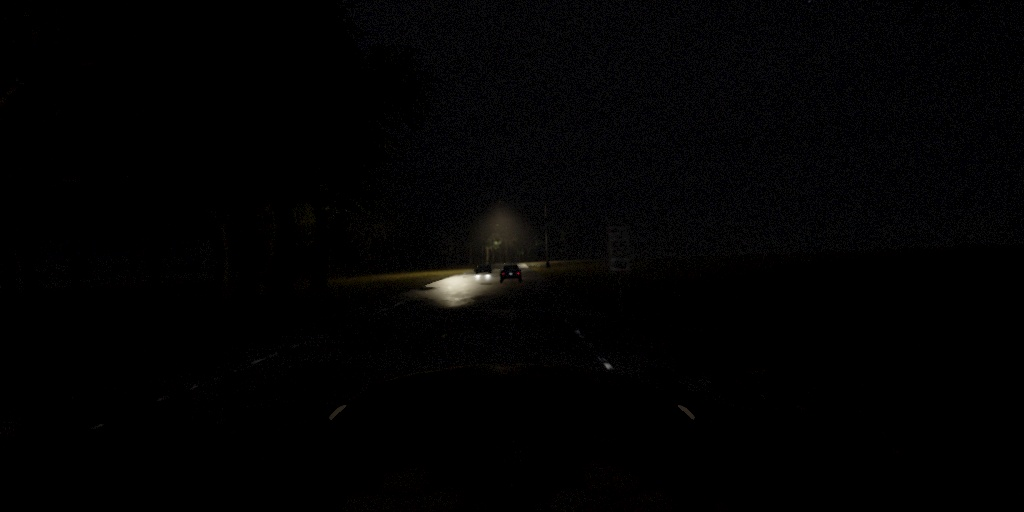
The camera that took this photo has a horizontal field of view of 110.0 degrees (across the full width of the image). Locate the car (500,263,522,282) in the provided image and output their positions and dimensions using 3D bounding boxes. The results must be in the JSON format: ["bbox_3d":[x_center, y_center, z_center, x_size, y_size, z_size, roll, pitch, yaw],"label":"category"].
[{"bbox_3d":[-0.088,1.474,31.003,2.033,1.411,5.357,-2,0,0],"label":"car"}]

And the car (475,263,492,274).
[{"bbox_3d":[-3.620,1.637,46.390,1.994,1.385,4.181,-2,0,0],"label":"car"}]
